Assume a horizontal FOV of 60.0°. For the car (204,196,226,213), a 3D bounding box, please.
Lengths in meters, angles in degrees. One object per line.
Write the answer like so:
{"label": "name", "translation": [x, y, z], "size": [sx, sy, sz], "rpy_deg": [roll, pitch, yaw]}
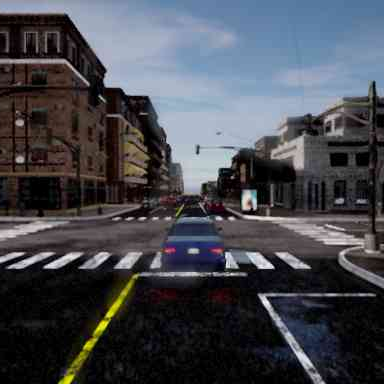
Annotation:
{"label": "car", "translation": [2.686, 1.444, 37.280], "size": [1.967, 1.590, 4.097], "rpy_deg": [0, 0, 0]}

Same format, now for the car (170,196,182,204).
{"label": "car", "translation": [-3.014, 1.576, 64.475], "size": [2.033, 1.411, 5.357], "rpy_deg": [0, 0, 1]}

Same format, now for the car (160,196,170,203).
{"label": "car", "translation": [-5.691, 1.564, 71.278], "size": [1.752, 1.417, 4.829], "rpy_deg": [0, 0, 0]}

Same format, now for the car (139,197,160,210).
{"label": "car", "translation": [-5.693, 1.560, 42.965], "size": [2.008, 1.369, 4.403], "rpy_deg": [0, 0, 0]}

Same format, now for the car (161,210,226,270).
{"label": "car", "translation": [0.056, 1.547, 10.913], "size": [2.033, 1.411, 5.357], "rpy_deg": [0, 0, 1]}

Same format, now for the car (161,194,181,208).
{"label": "car", "translation": [-3.077, 1.491, 48.886], "size": [1.882, 1.535, 5.008], "rpy_deg": [0, 0, 0]}

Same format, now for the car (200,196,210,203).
{"label": "car", "translation": [2.689, 1.589, 71.460], "size": [2.008, 1.369, 4.403], "rpy_deg": [-1, 0, 0]}

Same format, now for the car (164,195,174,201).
{"label": "car", "translation": [-5.692, 1.496, 82.841], "size": [1.967, 1.590, 4.097], "rpy_deg": [-1, 0, 0]}

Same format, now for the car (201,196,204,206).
{"label": "car", "translation": [2.688, 1.596, 48.673], "size": [1.802, 1.307, 4.206], "rpy_deg": [0, 0, 0]}

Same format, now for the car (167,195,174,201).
{"label": "car", "translation": [-5.691, 1.590, 88.367], "size": [1.752, 1.417, 4.829], "rpy_deg": [-1, 0, 0]}
